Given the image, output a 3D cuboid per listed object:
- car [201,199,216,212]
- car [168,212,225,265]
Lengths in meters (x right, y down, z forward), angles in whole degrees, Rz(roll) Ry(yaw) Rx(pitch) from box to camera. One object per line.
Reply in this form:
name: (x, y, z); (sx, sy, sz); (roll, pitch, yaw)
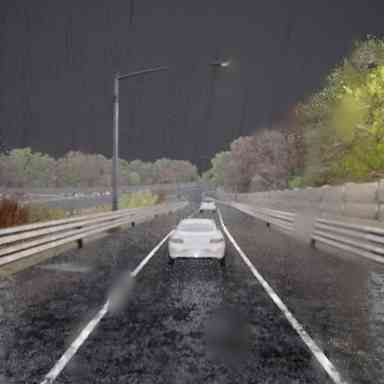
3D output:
car: (2.498, 2.061, 51.113); (2.150, 2.045, 5.566); (0, -1, 4)
car: (0.193, 1.662, 12.145); (1.812, 1.442, 4.674); (0, -1, 1)
